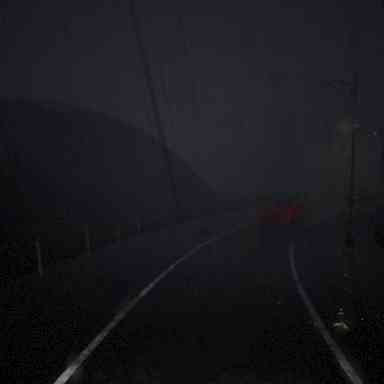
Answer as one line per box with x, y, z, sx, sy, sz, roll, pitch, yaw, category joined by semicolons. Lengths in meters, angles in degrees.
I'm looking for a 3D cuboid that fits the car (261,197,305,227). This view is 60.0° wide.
6.084;1.120;21.813;2.097;1.767;4.553;3;3;27;car

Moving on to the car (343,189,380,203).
18.924;0.422;37.042;5.357;1.411;2.033;-3;5;-37;car
